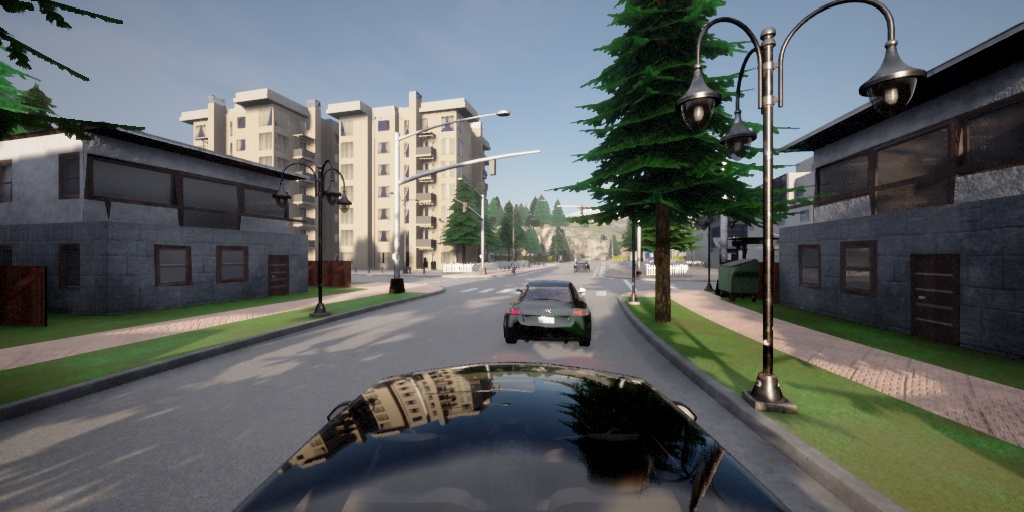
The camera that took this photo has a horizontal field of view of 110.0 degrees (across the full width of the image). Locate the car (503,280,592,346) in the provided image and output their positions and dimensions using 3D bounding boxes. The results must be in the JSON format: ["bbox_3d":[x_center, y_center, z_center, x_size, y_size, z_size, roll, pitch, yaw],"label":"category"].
[{"bbox_3d":[1.011,1.314,9.488,1.994,1.385,4.181,0,0,9],"label":"car"}]

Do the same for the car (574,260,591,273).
[{"bbox_3d":[8.802,1.276,45.011,2.128,1.511,4.902,0,0,14],"label":"car"}]
